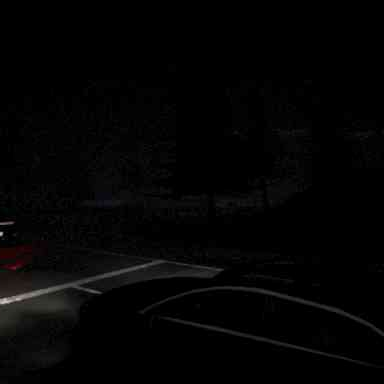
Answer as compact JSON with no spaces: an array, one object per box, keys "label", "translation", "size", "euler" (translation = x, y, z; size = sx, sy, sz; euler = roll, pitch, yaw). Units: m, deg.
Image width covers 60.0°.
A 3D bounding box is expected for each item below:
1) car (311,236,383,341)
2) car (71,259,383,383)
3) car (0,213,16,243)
[{"label":"car","translation":[4.500,1.593,5.074],"size":[4.718,1.301,1.895],"euler":[-1,0,36]},{"label":"car","translation":[0.727,1.502,3.465],"size":[4.902,1.511,2.128],"euler":[-1,0,36]},{"label":"car","translation":[-10.111,1.583,15.496],"size":[4.902,1.511,2.128],"euler":[0,0,35]}]
